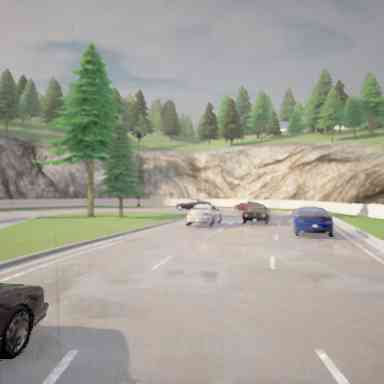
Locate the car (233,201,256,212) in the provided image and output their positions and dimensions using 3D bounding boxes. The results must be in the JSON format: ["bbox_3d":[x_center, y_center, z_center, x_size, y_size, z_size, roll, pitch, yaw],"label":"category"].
[{"bbox_3d":[6.843,1.754,40.494,1.994,1.385,4.181,0,-1,-30],"label":"car"}]

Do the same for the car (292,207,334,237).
[{"bbox_3d":[6.796,1.568,18.964,1.882,1.535,5.008,0,0,15],"label":"car"}]

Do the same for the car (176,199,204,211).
[{"bbox_3d":[0.088,1.688,42.647,4.902,1.511,2.128,-1,-1,36],"label":"car"}]

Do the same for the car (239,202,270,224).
[{"bbox_3d":[5.084,1.724,25.965,1.895,1.301,4.718,0,0,15],"label":"car"}]

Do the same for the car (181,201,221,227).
[{"bbox_3d":[0.929,1.639,24.049,1.812,1.442,4.674,0,0,15],"label":"car"}]

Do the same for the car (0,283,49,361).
[{"bbox_3d":[-3.322,1.560,2.946,2.033,1.411,5.357,0,0,2],"label":"car"}]
